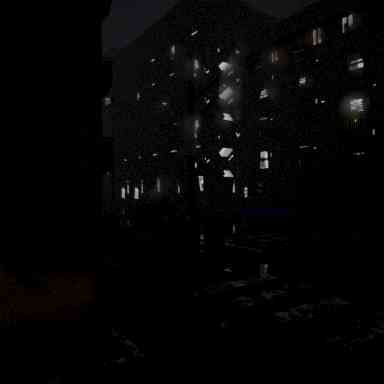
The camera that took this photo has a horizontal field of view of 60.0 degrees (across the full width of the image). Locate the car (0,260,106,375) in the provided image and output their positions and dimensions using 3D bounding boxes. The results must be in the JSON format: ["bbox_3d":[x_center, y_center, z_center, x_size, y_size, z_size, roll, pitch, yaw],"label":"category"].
[{"bbox_3d":[-3.551,1.525,4.032,4.829,1.417,1.752,0,0,-36],"label":"car"}]

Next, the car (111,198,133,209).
[{"bbox_3d":[-8.385,1.463,43.262,1.887,1.381,4.507,-1,0,-36],"label":"car"}]

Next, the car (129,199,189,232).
[{"bbox_3d":[-1.856,1.441,20.033,1.967,1.590,4.097,0,0,-36],"label":"car"}]

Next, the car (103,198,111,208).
[{"bbox_3d":[-11.715,1.463,47.841,1.887,1.381,4.507,-1,0,-36],"label":"car"}]

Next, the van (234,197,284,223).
[{"bbox_3d":[4.932,1.280,24.945,1.690,1.788,3.998,0,0,-36],"label":"van"}]
